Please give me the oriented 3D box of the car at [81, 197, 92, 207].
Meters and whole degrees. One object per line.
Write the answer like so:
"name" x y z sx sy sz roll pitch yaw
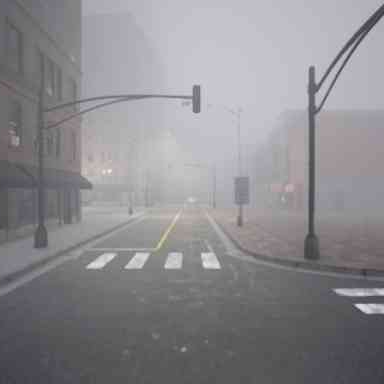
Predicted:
"car" -18.986 1.649 54.838 4.892 1.490 1.837 0 0 9

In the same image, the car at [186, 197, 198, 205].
"car" -0.010 1.591 59.142 1.812 1.442 4.674 0 0 0
